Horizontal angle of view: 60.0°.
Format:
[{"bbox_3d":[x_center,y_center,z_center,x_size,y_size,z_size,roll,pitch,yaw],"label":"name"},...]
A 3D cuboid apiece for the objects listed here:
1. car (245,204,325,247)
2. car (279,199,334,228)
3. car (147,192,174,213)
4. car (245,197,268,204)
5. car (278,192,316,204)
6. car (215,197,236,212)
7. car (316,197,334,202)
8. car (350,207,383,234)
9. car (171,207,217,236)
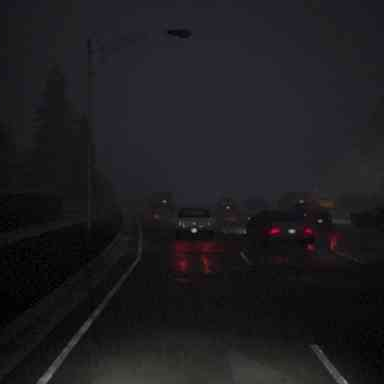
[{"bbox_3d":[3.606,1.460,14.478,2.033,1.411,5.357,0,0,0],"label":"car"},{"bbox_3d":[7.093,1.401,20.717,1.812,1.442,4.674,0,0,0],"label":"car"},{"bbox_3d":[-3.292,1.014,34.369,2.150,2.045,5.566,0,0,-15],"label":"car"},{"bbox_3d":[7.113,1.254,37.176,1.882,1.535,5.008,0,0,0],"label":"car"},{"bbox_3d":[10.613,1.013,34.695,2.150,2.045,5.566,0,0,0],"label":"car"},{"bbox_3d":[3.613,1.290,35.687,1.837,1.490,4.892,0,0,0],"label":"car"},{"bbox_3d":[14.113,1.254,37.163,1.882,1.535,5.008,0,0,0],"label":"car"},{"bbox_3d":[10.607,1.490,18.316,1.895,1.301,4.718,0,0,0],"label":"car"},{"bbox_3d":[0.107,1.493,17.809,1.895,1.301,4.718,0,0,0],"label":"car"}]
